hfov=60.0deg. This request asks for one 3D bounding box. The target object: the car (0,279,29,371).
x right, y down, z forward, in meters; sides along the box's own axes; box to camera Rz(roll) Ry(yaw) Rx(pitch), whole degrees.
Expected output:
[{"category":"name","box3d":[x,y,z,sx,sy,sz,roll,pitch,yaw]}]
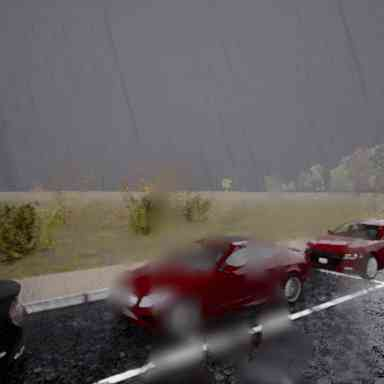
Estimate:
[{"category":"car","box3d":[-4.034,1.560,3.212,4.403,1.369,2.008,0,1,-35]}]

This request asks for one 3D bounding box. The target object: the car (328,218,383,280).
[{"category":"car","box3d":[5.173,1.487,9.776,4.507,1.381,1.887,0,1,-35]}]

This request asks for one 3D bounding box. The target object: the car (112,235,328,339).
[{"category":"car","box3d":[0.570,1.558,6.495,4.206,1.307,1.802,0,1,-35]}]
